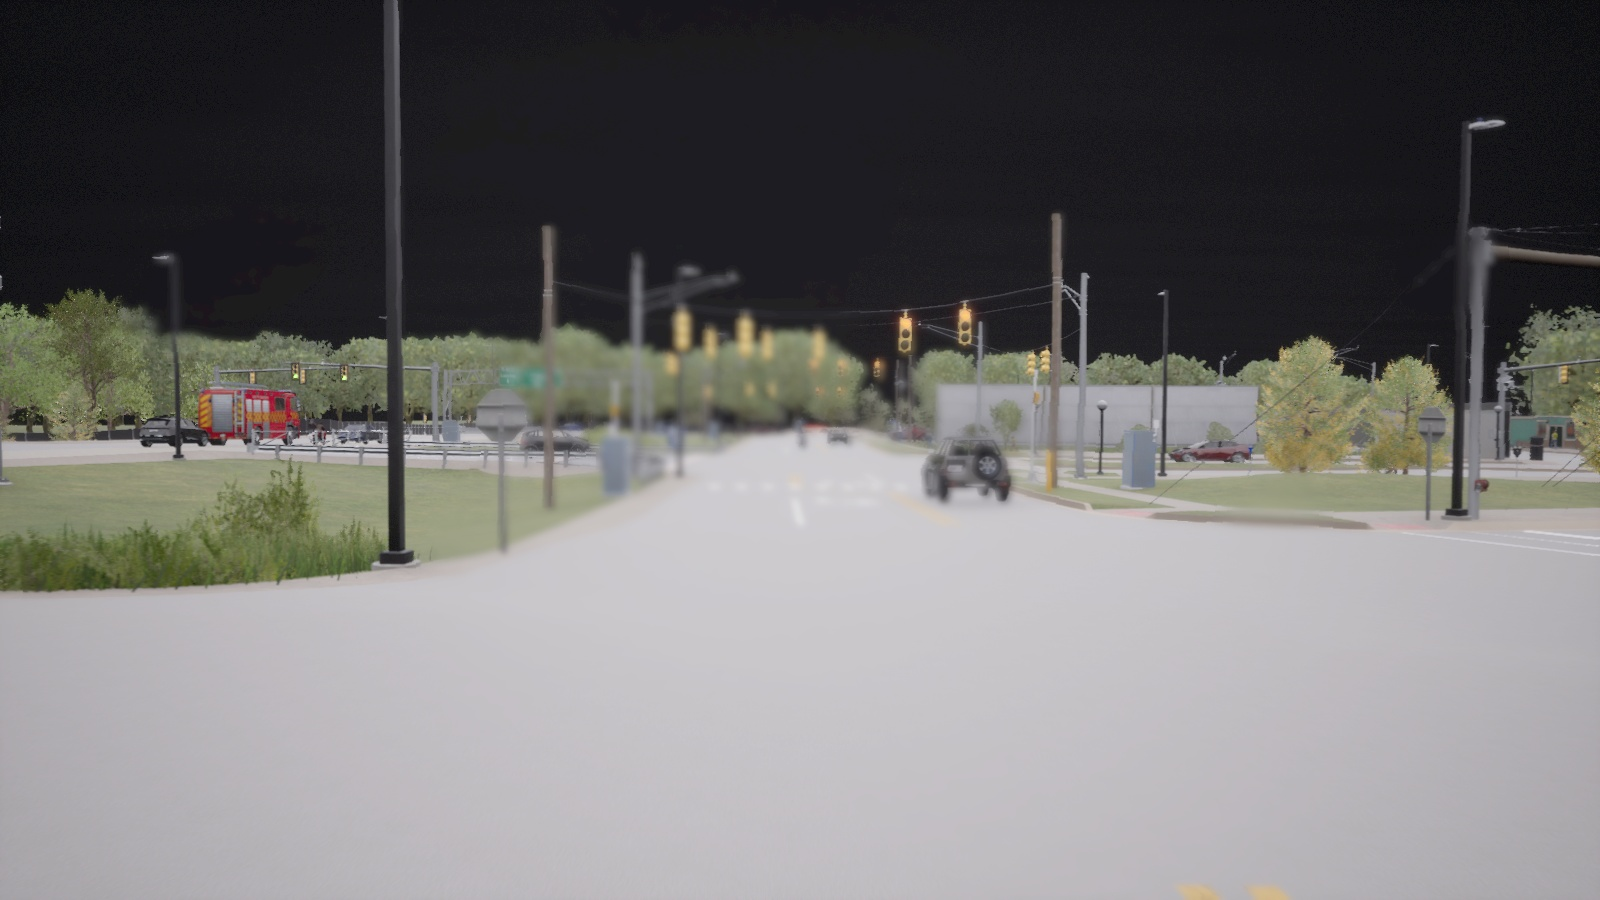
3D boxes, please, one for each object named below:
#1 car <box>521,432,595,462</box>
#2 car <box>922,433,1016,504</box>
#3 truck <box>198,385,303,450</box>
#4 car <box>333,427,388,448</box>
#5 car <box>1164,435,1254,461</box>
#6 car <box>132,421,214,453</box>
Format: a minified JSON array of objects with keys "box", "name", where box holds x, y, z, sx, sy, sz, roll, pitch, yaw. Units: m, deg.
[{"box":[-13.043,-0.194,67.825,3.705,1.549,1.789,0,2,-3],"name":"car"},{"box":[4.655,0.450,35.177,1.932,1.855,4.605,0,1,-1],"name":"car"},{"box":[-34.152,-1.957,78.459,2.891,3.827,8.468,0,1,-1],"name":"truck"},{"box":[-30.739,-0.894,88.008,2.033,1.411,5.357,0,1,-1],"name":"car"},{"box":[24.943,-0.120,76.657,4.792,1.488,2.163,0,2,-1],"name":"car"},{"box":[-34.043,-0.721,68.361,2.033,1.649,4.856,0,1,-1],"name":"car"}]
